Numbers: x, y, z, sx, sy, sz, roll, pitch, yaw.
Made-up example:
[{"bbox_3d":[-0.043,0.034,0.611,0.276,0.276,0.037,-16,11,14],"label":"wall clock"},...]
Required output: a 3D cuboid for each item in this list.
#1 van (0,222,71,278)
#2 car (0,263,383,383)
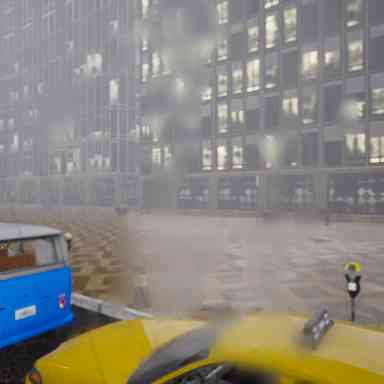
[{"bbox_3d":[-3.730,1.389,5.523,3.998,1.788,1.690,-1,0,35],"label":"van"},{"bbox_3d":[0.633,1.531,2.416,4.829,1.417,1.752,-1,0,35],"label":"car"}]
